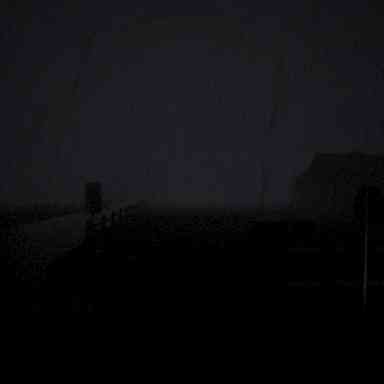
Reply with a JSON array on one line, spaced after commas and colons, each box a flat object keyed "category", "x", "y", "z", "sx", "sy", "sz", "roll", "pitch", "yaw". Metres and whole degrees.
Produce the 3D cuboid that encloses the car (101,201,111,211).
[{"category": "car", "x": -13.689, "y": 2.106, "z": 51.507, "sx": 2.033, "sy": 1.411, "sz": 5.357, "roll": 1, "pitch": -1, "yaw": -6}]
